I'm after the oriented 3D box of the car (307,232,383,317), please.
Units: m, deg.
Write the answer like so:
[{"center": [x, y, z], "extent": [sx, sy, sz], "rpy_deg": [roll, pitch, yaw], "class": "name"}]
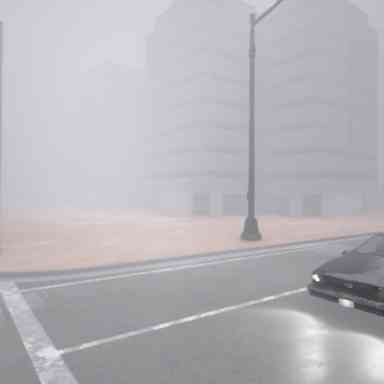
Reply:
[{"center": [4.933, 1.630, 7.507], "extent": [5.357, 1.411, 2.033], "rpy_deg": [1, 0, -35], "class": "car"}]
